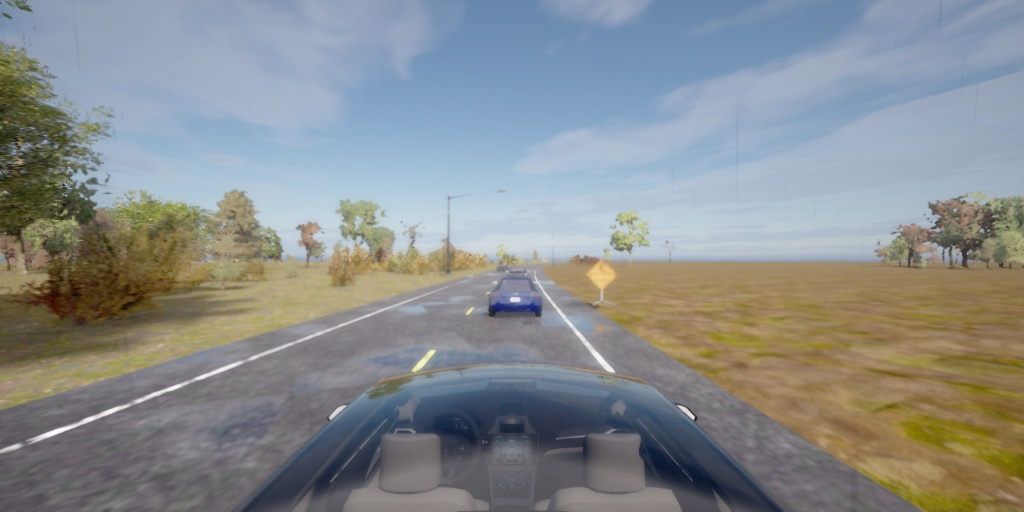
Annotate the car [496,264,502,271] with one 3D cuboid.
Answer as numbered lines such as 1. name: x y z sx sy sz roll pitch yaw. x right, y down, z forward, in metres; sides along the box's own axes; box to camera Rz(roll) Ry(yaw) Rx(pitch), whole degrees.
1. car: -1.536 2.054 59.688 1.994 1.385 4.181 0 -1 4

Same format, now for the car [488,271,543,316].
1. car: 0.159 1.478 14.225 1.994 1.385 4.181 0 -1 1

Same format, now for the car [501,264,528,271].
1. car: 0.513 1.596 29.006 2.128 1.511 4.902 0 -1 2

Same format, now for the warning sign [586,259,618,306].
1. warning sign: 3.655 1.036 14.600 1.300 1.860 1.060 0 0 1
